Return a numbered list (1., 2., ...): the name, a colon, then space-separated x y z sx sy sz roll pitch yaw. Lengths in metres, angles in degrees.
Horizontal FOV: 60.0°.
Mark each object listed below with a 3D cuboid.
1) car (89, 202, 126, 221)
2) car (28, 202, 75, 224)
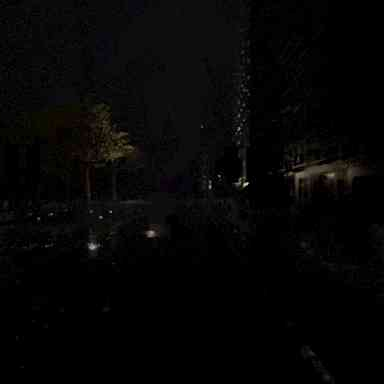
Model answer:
1. car: -6.568 1.498 26.189 1.895 1.301 4.718 0 0 0
2. car: -9.828 1.431 23.684 1.812 1.442 4.674 0 0 0
